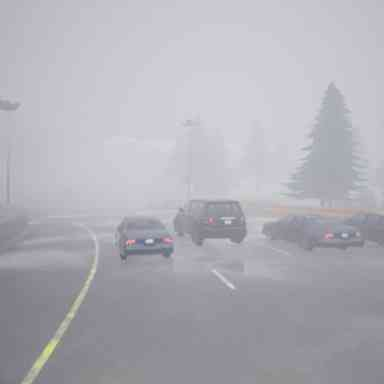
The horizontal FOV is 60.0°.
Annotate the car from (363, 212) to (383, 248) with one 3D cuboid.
[{"bbox_3d":[8.411,1.612,15.155,2.033,1.411,5.357,0,0,-14],"label":"car"}]

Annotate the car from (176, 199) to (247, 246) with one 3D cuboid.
[{"bbox_3d":[0.718,1.336,16.311,2.150,2.045,5.566,0,0,-17],"label":"car"}]

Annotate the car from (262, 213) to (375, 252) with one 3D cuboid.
[{"bbox_3d":[4.968,1.631,14.524,2.033,1.411,5.357,0,0,-13],"label":"car"}]

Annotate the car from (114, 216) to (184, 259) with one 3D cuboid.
[{"bbox_3d":[-2.038,1.666,13.268,2.033,1.411,5.357,0,0,-15],"label":"car"}]
